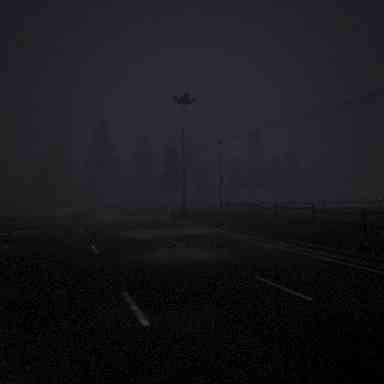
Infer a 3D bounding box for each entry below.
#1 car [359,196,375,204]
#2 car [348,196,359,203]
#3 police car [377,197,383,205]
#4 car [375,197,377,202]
[{"bbox_3d":[35.827,1.627,65.361,4.718,1.301,1.895,0,0,-22],"label":"car"},{"bbox_3d":[34.562,1.517,68.625,5.008,1.535,1.882,0,0,-22],"label":"car"},{"bbox_3d":[32.454,1.446,52.721,5.238,1.638,1.930,0,0,-22],"label":"police car"},{"bbox_3d":[37.176,1.379,62.131,4.553,1.767,2.097,0,0,-22],"label":"car"}]
